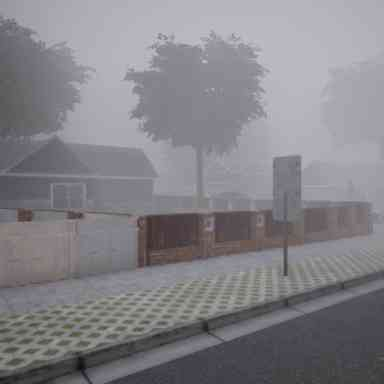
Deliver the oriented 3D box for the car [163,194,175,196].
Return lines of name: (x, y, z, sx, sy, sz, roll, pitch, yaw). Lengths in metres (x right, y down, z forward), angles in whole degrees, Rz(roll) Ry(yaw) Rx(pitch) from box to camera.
car: (-3.059, 1.072, 44.770, 2.128, 1.511, 4.902, 0, 1, -35)

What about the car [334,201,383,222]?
car: (11.378, 1.404, 24.372, 1.812, 1.442, 4.674, 0, 1, -35)

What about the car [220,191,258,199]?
car: (4.967, 0.970, 33.396, 2.150, 2.045, 5.566, 0, 1, -36)
